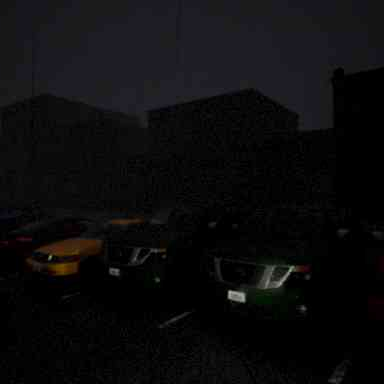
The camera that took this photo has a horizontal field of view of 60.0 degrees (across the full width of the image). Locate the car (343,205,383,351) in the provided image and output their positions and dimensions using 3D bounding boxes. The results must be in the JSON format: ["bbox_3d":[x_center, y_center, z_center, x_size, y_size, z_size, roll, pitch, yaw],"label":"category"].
[{"bbox_3d":[4.523,1.229,5.686,2.435,2.045,5.566,0,0,36],"label":"car"}]

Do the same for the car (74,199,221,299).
[{"bbox_3d":[0.054,1.250,8.911,2.435,2.045,5.566,0,0,36],"label":"car"}]

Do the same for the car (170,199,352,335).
[{"bbox_3d":[2.290,1.235,7.297,2.435,2.045,5.566,0,0,36],"label":"car"}]

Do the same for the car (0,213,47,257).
[{"bbox_3d":[-4.397,1.589,12.154,2.002,1.452,4.674,-1,0,36],"label":"car"}]

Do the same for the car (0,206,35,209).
[{"bbox_3d":[-8.849,1.489,15.408,2.185,1.767,4.553,-1,-1,36],"label":"car"}]

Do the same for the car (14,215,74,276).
[{"bbox_3d":[-2.268,1.518,10.392,1.946,1.575,5.366,-1,0,36],"label":"car"}]

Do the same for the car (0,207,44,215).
[{"bbox_3d":[-6.633,1.580,13.764,2.097,1.535,5.008,-1,-1,36],"label":"car"}]
